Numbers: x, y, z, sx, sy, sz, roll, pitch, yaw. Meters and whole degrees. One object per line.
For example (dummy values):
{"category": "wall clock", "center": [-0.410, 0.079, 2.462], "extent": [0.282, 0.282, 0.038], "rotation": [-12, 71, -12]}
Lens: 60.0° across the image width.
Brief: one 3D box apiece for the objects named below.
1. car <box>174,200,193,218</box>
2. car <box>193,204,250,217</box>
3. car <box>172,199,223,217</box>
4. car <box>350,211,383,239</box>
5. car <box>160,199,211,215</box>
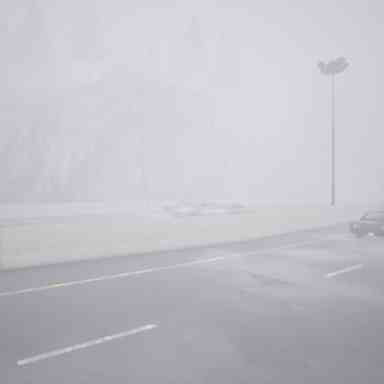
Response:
{"category": "car", "center": [0.533, 1.507, 26.932], "extent": [4.674, 1.442, 1.812], "rotation": [0, 0, -41]}
{"category": "car", "center": [2.635, 1.500, 24.123], "extent": [4.674, 1.442, 1.812], "rotation": [0, 0, -41]}
{"category": "car", "center": [0.633, 1.485, 31.651], "extent": [4.892, 1.490, 1.837], "rotation": [0, 0, -41]}
{"category": "car", "center": [9.520, 1.551, 16.018], "extent": [4.718, 1.301, 1.895], "rotation": [0, 0, -41]}
{"category": "car", "center": [-0.589, 1.529, 35.229], "extent": [5.357, 1.411, 2.033], "rotation": [0, 0, -42]}
